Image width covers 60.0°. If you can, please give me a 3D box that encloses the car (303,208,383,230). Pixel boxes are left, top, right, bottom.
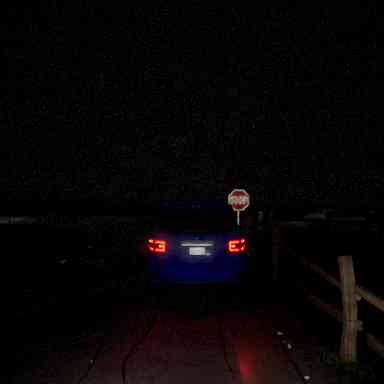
[{"bbox_3d":[10.119,1.943,22.929,4.674,1.442,1.812,2,3,0],"label":"car"}]

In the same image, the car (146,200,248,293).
[{"bbox_3d":[0.083,1.214,8.992,2.150,2.045,5.566,0,0,0],"label":"car"}]

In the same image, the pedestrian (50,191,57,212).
[{"bbox_3d":[-12.080,0.778,28.947,0.375,1.860,0.375,0,1,0],"label":"pedestrian"}]
